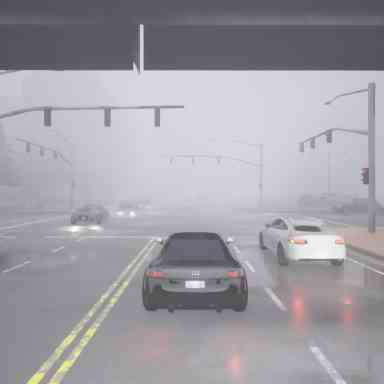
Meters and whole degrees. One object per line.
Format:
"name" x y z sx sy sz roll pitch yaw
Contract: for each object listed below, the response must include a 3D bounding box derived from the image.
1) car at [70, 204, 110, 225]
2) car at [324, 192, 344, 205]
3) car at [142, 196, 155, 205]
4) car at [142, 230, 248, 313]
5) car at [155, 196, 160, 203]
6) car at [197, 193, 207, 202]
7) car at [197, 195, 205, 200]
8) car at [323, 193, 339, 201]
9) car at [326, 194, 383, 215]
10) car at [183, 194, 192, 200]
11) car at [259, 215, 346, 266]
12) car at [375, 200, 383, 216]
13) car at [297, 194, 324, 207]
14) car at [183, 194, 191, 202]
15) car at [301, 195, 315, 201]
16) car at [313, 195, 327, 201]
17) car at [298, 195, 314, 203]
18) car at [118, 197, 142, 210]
"car" -7.285 1.564 24.063 1.994 1.385 4.181 0 0 -2
"car" 19.540 1.156 47.380 1.905 1.878 3.866 0 0 0
"car" -8.052 1.478 57.887 1.882 1.535 5.008 0 0 0
"car" 0.067 1.564 7.745 1.994 1.385 4.181 0 0 0
"car" -8.064 1.524 72.121 1.812 1.442 4.674 0 0 0
"car" 2.405 1.223 77.031 2.150 2.045 5.566 0 0 0
"car" 2.346 1.378 86.099 1.994 1.385 4.181 0 0 0
"car" 33.496 1.153 80.040 1.932 1.855 4.605 0 0 0
"car" 16.355 1.352 33.198 4.553 1.767 2.097 0 0 1
"car" -1.154 1.351 86.076 2.128 1.511 4.902 0 0 0
"car" 3.582 1.526 11.405 1.812 1.442 4.674 0 0 0
"car" 19.151 1.601 29.667 4.718 1.301 1.895 0 0 1
"car" 16.646 1.153 47.426 1.932 1.855 4.605 0 0 0
"car" -1.095 1.593 77.006 1.895 1.301 4.718 0 0 0
"car" 27.918 1.395 79.974 1.970 1.475 3.806 0 0 0
"car" 30.813 1.364 79.982 1.784 1.438 3.905 0 0 0
"car" 22.194 1.395 64.856 1.970 1.475 3.806 0 0 0
"car" -7.961 1.601 41.972 1.895 1.301 4.718 0 0 0
